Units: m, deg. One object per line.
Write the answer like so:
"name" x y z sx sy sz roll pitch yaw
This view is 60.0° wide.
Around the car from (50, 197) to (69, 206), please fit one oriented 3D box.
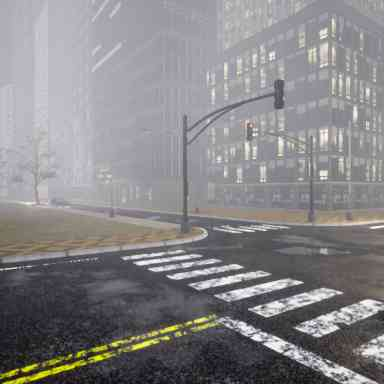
"car" -21.668 1.553 54.255 2.033 1.411 5.357 0 0 -35
